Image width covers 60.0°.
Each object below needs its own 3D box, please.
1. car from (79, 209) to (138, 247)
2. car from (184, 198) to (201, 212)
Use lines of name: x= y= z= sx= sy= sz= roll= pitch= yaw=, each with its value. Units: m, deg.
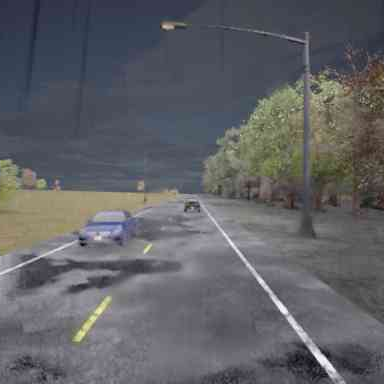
car: x=-3.620 y=1.528 z=15.134 sx=1.812 sy=1.442 sz=4.674 roll=0 pitch=0 yaw=0
car: x=0.044 y=1.506 z=39.748 sx=1.837 sy=1.490 sz=4.892 roll=0 pitch=0 yaw=0
